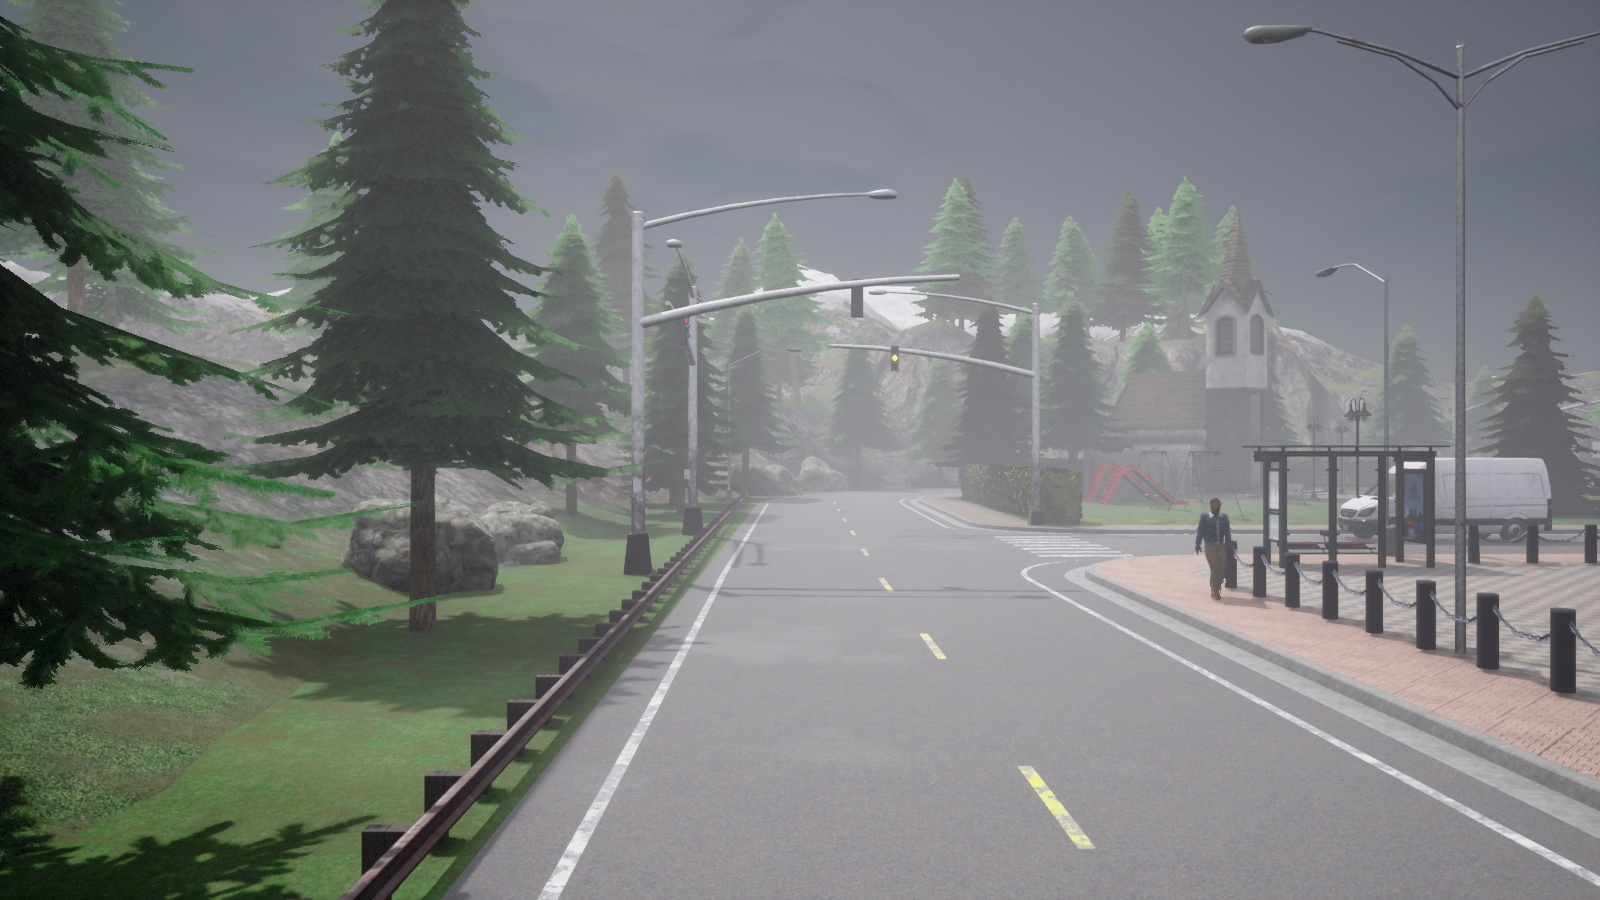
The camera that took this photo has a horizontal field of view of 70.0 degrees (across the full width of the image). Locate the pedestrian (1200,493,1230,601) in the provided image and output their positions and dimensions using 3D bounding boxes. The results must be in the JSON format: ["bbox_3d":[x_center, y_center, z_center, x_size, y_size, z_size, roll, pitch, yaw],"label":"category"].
[{"bbox_3d":[7.283,1.691,20.051,0.375,1.860,0.375,0,0,-1],"label":"pedestrian"}]

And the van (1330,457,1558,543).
[{"bbox_3d":[19.746,1.515,35.223,5.915,2.561,1.988,0,0,0],"label":"van"}]
